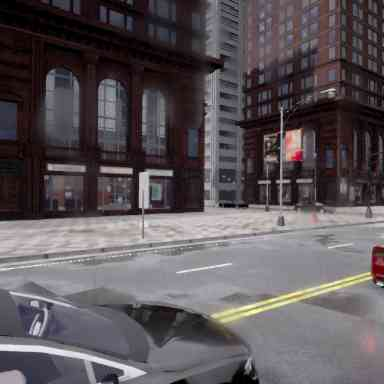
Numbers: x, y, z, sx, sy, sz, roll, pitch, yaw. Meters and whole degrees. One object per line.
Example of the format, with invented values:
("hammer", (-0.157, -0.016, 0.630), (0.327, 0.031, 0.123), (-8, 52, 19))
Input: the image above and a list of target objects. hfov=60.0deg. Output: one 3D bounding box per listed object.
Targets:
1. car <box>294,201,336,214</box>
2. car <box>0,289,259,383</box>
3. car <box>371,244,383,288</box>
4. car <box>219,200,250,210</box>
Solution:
("car", (13.500, 1.701, 36.834), (1.812, 1.442, 4.674), (1, -1, -36))
("car", (-1.617, 1.491, 2.292), (4.902, 1.511, 2.128), (0, 0, -35))
("car", (6.209, 1.489, 7.867), (5.008, 1.535, 1.882), (0, 0, -35))
("car", (5.967, 1.836, 47.433), (1.895, 1.301, 4.718), (1, -1, -35))
